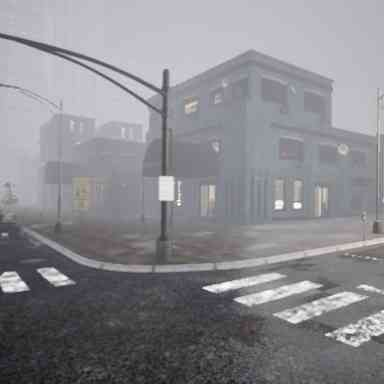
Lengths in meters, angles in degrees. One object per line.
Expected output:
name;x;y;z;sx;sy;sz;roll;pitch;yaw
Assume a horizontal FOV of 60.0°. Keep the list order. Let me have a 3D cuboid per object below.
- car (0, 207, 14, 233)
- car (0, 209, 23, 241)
car;-12.832;1.743;21.370;1.947;1.339;4.313;1;-1;-35
car;-9.710;1.702;16.864;2.008;1.369;4.403;1;-1;-35
